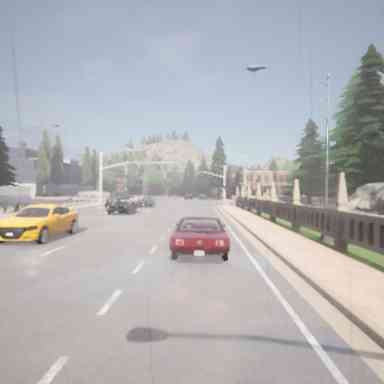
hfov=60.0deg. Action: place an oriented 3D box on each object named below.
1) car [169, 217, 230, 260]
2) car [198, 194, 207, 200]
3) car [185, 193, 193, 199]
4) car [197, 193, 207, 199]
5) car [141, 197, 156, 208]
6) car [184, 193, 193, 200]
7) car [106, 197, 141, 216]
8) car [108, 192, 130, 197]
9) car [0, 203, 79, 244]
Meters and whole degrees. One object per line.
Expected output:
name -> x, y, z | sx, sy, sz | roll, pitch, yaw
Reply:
car -> 0.299, 1.556, 12.283 | 1.895, 1.301, 4.718 | 1, 0, 2
car -> 2.665, 1.244, 80.462 | 2.128, 1.511, 4.902 | 1, 0, 1
car -> -0.736, 1.082, 90.684 | 1.812, 1.442, 4.674 | 1, 0, -5
car -> 2.761, 1.157, 90.807 | 2.033, 1.411, 5.357 | 1, 0, -5
car -> -5.825, 1.333, 42.485 | 1.994, 1.385, 4.181 | 1, 0, 2
car -> -0.833, 1.153, 80.555 | 1.837, 1.490, 4.892 | 1, 0, 1
car -> -6.241, 1.366, 30.044 | 1.895, 1.301, 4.718 | 1, 0, 2
car -> -9.319, 0.970, 42.555 | 2.150, 2.045, 5.566 | 1, 0, 2
car -> -6.723, 1.295, 14.906 | 1.882, 1.535, 5.008 | 1, 0, 2
